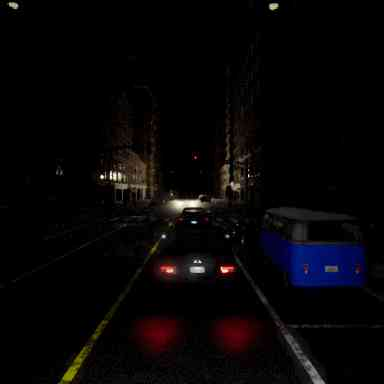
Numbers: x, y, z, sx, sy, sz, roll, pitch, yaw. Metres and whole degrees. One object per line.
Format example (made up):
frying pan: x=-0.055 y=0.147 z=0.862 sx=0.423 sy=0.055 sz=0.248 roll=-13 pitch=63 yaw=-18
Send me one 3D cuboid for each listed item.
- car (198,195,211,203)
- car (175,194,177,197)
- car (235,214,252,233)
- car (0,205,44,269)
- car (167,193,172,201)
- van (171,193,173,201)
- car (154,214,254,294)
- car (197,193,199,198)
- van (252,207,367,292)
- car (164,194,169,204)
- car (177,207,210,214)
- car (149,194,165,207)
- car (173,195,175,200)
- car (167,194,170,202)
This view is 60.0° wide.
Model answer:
car: x=2.841 y=1.404 z=68.690 sx=1.967 sy=1.590 sz=4.097 roll=0 pitch=0 yaw=0
car: x=-5.687 y=1.282 z=85.005 sx=2.192 sy=1.841 sz=5.009 roll=0 pitch=0 yaw=0
car: x=2.853 y=1.562 z=14.314 sx=1.947 sy=1.339 sz=4.313 roll=0 pitch=0 yaw=0
car: x=-5.671 y=1.313 z=8.612 sx=2.192 sy=1.841 sz=5.009 roll=0 pitch=0 yaw=0
car: x=-5.683 y=1.508 z=68.653 sx=1.887 sy=1.381 sz=4.507 roll=0 pitch=0 yaw=0
van: x=-5.685 y=1.305 z=74.104 sx=1.690 sy=1.788 sz=3.998 roll=0 pitch=0 yaw=0
car: x=0.099 y=1.546 z=8.923 sx=2.033 sy=1.411 sz=5.357 roll=0 pitch=0 yaw=0
car: x=2.840 y=1.516 z=79.588 sx=2.008 sy=1.369 sz=4.403 roll=0 pitch=0 yaw=0
van: x=2.853 y=1.339 z=8.653 sx=1.690 sy=1.788 sz=3.998 roll=0 pitch=0 yaw=0
car: x=-5.681 y=1.516 z=57.751 sx=2.008 sy=1.369 sz=4.403 roll=0 pitch=0 yaw=0
car: x=0.097 y=1.557 z=19.243 sx=1.994 sy=1.385 sz=4.181 roll=0 pitch=0 yaw=0
car: x=-5.680 y=1.493 z=52.131 sx=1.752 sy=1.417 sz=4.829 roll=0 pitch=0 yaw=0
car: x=-5.685 y=1.516 z=79.554 sx=2.008 sy=1.369 sz=4.403 roll=0 pitch=0 yaw=0
car: x=-5.682 y=1.509 z=63.202 sx=1.887 sy=1.381 sz=4.507 roll=0 pitch=0 yaw=0
